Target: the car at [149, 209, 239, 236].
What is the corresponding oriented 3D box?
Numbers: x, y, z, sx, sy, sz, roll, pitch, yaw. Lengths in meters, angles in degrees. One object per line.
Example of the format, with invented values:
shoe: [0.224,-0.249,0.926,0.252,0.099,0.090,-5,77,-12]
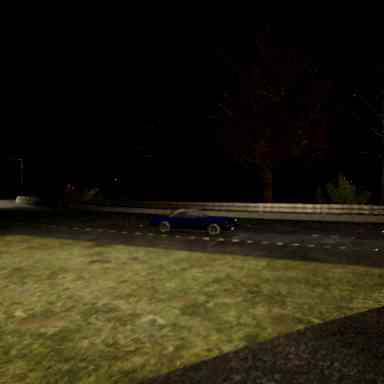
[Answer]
car: [0.117,1.584,18.253,4.718,1.301,1.895,0,0,26]
